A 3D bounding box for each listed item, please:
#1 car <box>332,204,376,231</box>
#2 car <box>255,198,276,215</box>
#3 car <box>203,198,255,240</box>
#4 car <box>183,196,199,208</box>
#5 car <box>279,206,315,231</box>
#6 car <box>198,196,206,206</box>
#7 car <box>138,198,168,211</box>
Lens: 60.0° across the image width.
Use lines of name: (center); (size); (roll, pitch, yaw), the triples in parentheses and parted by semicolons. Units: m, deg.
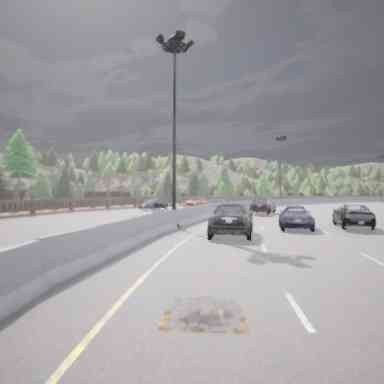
car: (10.116, 1.507, 21.031); (2.128, 1.511, 4.902); (0, 0, 14)
car: (7.377, 1.366, 34.416); (2.097, 1.767, 4.553); (0, 0, 22)
car: (2.086, 1.354, 17.289); (2.097, 1.767, 4.553); (0, 0, 11)
car: (0.532, 1.385, 45.074); (2.097, 1.767, 4.553); (0, 0, 27)
car: (6.429, 1.574, 20.651); (1.994, 1.385, 4.181); (0, 0, 14)
car: (3.009, 1.531, 42.234); (1.837, 1.490, 4.892); (0, 0, 27)
car: (-4.852, 1.511, 41.856); (2.128, 1.511, 4.902); (0, 0, 24)
